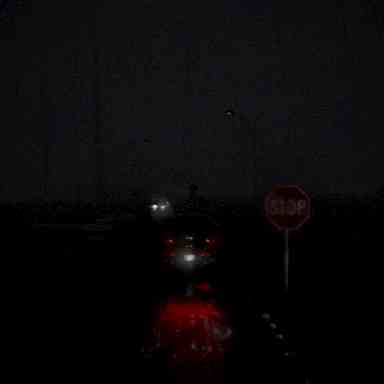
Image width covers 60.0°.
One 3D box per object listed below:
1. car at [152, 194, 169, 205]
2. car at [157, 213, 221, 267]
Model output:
[{"bbox_3d":[-5.060,1.354,51.479,1.994,1.385,4.181,0,0,-3],"label":"car"},{"bbox_3d":[-0.110,1.454,11.185,1.837,1.490,4.892,0,1,-1],"label":"car"}]
